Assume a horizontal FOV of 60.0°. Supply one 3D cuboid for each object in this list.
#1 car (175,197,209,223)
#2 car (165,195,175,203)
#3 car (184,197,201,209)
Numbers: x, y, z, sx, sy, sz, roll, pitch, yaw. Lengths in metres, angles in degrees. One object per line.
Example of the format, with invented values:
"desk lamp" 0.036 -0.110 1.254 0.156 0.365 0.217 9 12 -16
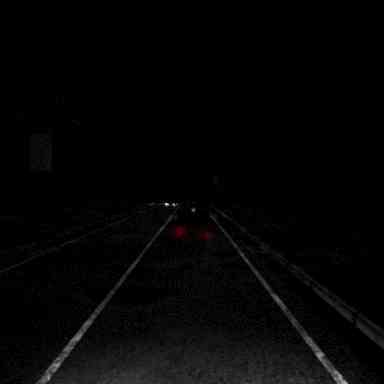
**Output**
"car" 0.097 1.222 24.038 2.097 1.767 4.553 0 0 0
"car" -3.615 1.235 57.784 2.033 1.411 5.357 0 0 0
"car" 0.094 1.342 41.032 1.994 1.385 4.181 0 0 0
